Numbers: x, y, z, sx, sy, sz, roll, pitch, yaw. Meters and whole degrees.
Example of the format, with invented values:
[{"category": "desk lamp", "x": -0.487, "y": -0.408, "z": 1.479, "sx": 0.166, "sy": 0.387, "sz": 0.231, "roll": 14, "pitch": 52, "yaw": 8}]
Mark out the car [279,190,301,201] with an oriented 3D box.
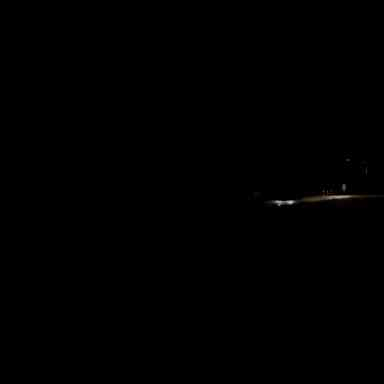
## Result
[{"category": "car", "x": 14.573, "y": 0.482, "z": 49.448, "sx": 1.882, "sy": 1.535, "sz": 5.008, "roll": -1, "pitch": 0, "yaw": 36}]
